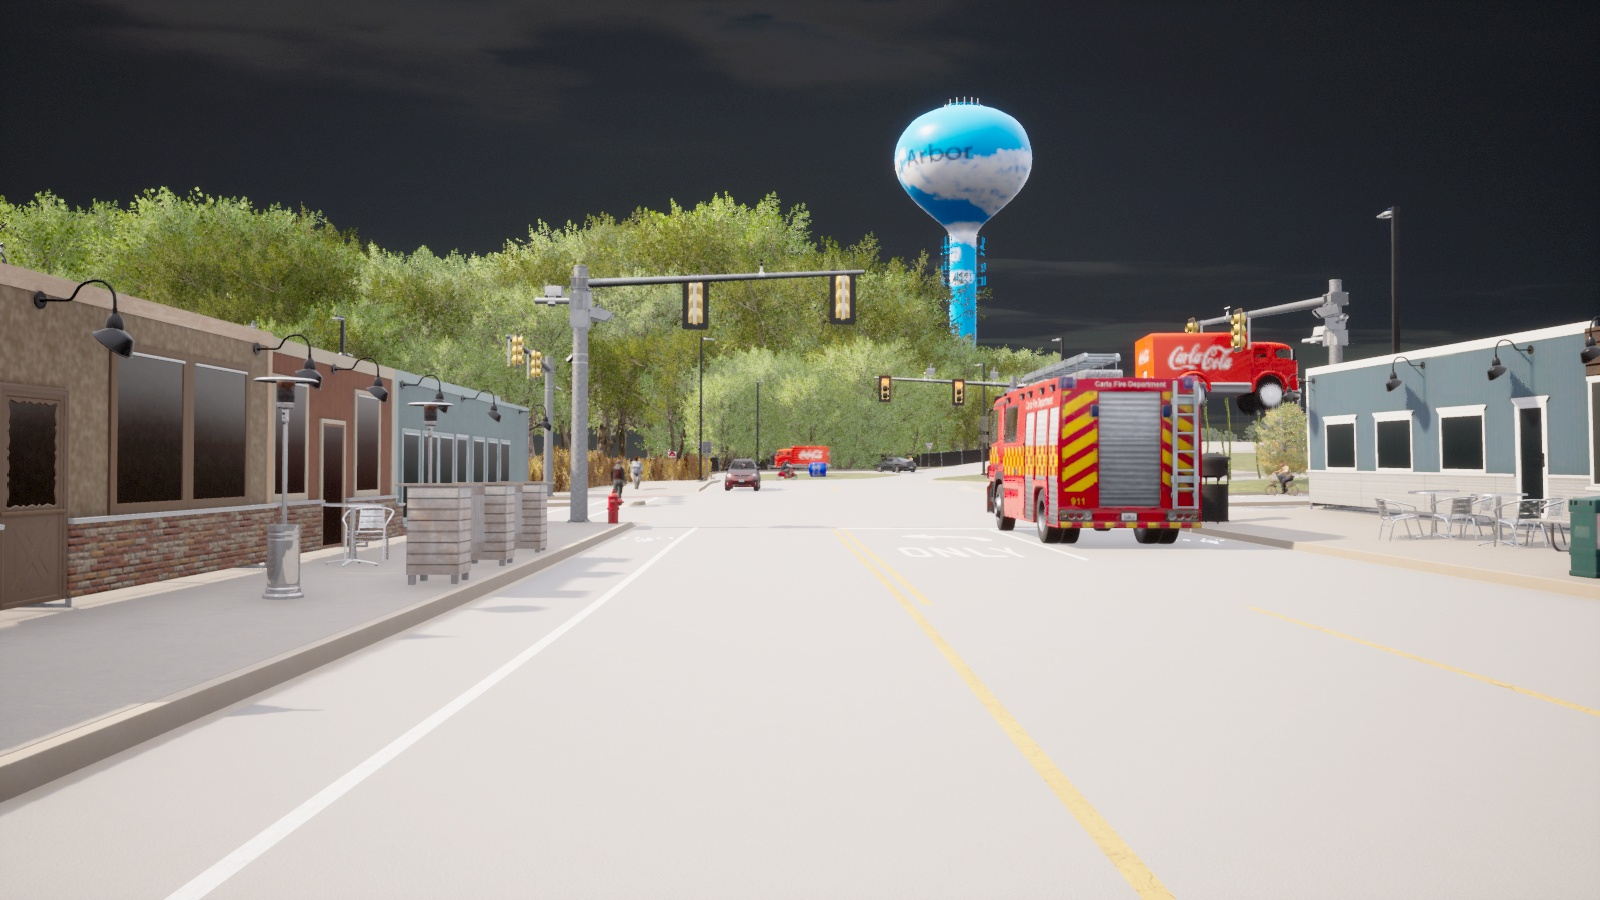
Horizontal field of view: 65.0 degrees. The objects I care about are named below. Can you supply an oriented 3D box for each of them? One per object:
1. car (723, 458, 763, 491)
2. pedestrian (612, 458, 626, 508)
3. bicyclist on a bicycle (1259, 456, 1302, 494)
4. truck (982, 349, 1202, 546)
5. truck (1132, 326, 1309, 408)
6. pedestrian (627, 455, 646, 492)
[{"bbox_3d":[-2.920,1.248,64.968,1.851,1.617,3.988,0,1,0],"label":"car"},{"bbox_3d":[-6.757,1.227,46.785,0.376,1.854,0.720,0,-1,4],"label":"pedestrian"},{"bbox_3d":[21.192,1.087,55.395,1.509,1.612,0.866,-2,0,-2],"label":"bicyclist on a bicycle"},{"bbox_3d":[6.313,0.007,28.717,2.891,3.827,8.468,0,-1,-1],"label":"truck"},{"bbox_3d":[14.468,-2.841,43.501,5.204,2.467,2.627,-1,-3,0],"label":"truck"},{"bbox_3d":[-8.427,1.212,64.745,0.874,1.855,0.900,0,-1,-3],"label":"pedestrian"}]
